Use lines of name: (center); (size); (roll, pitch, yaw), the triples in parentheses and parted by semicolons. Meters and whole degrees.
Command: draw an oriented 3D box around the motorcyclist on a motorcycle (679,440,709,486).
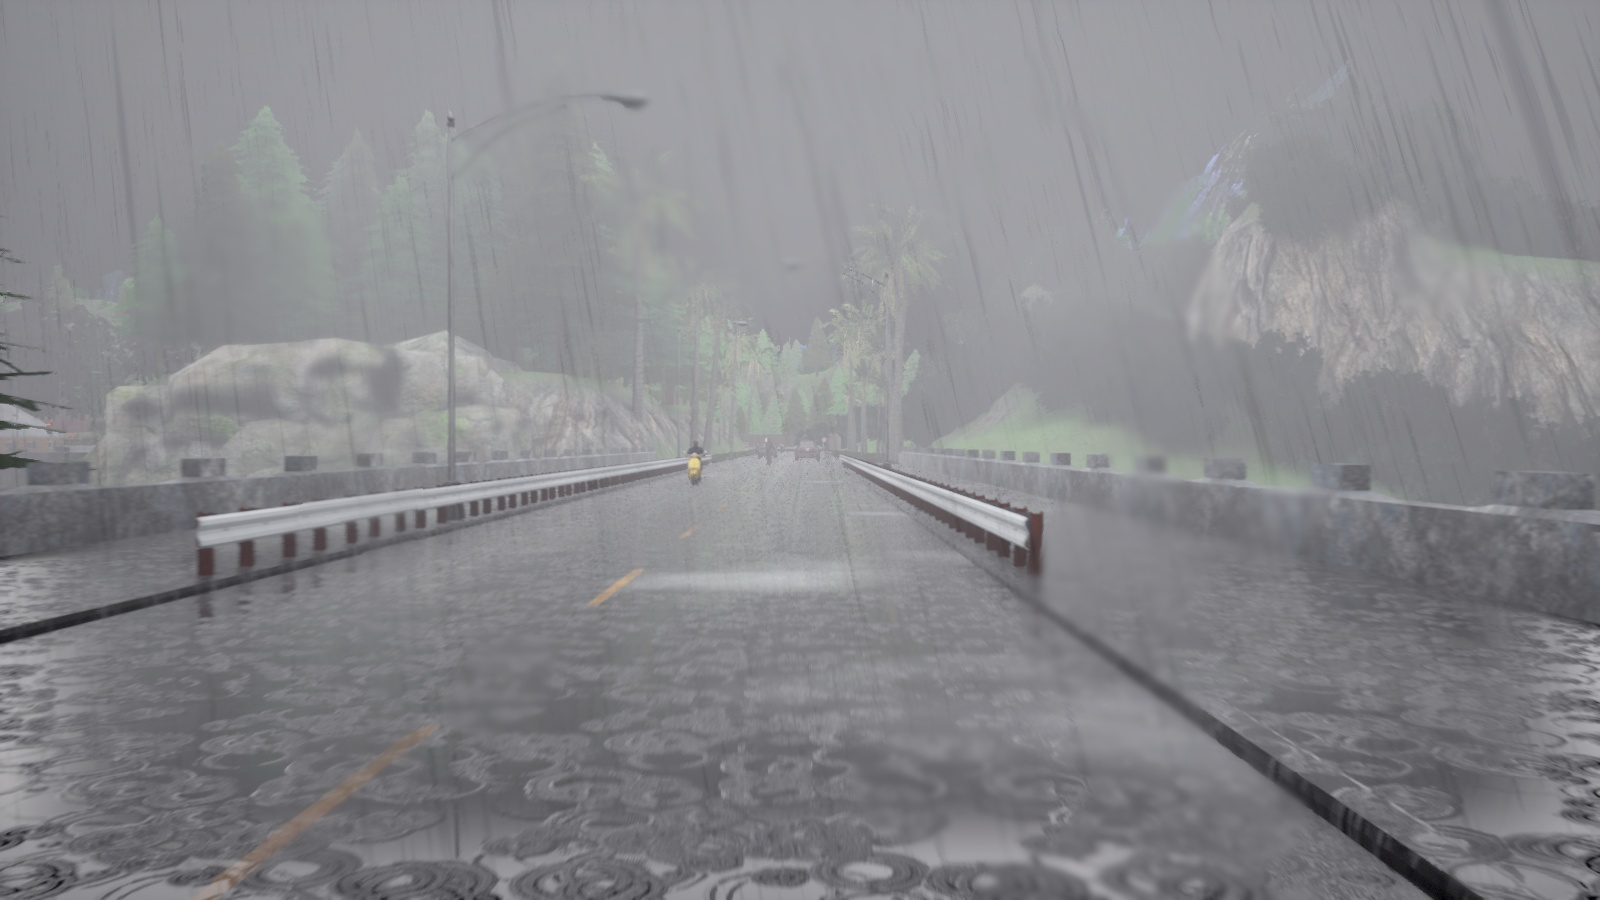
motorcyclist on a motorcycle: (-3.730, 0.450, 44.324); (0.866, 1.590, 1.817); (0, 0, 0)
